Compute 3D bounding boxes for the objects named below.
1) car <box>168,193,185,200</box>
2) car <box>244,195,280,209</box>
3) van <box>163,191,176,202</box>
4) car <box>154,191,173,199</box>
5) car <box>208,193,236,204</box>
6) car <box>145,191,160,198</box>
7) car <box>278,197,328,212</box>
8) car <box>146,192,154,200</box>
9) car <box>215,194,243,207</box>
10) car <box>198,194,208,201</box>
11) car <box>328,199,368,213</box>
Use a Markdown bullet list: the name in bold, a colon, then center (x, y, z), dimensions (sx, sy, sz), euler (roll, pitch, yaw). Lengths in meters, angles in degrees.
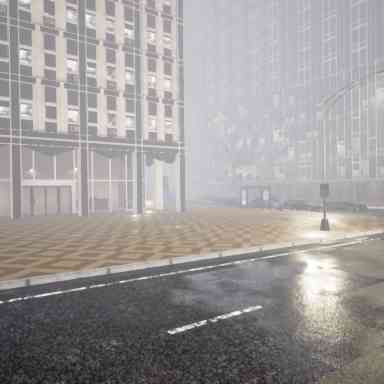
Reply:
- **car**: center (-3.496, 0.936, 73.767), dimensions (1.802, 1.307, 4.206), euler (0, 1, -34)
- **car**: center (8.815, 1.388, 40.855), dimensions (1.802, 1.307, 4.206), euler (0, 1, -34)
- **van**: center (-3.966, 0.937, 59.651), dimensions (1.690, 1.788, 3.998), euler (0, 1, -34)
- **car**: center (-6.715, 0.615, 78.448), dimensions (2.192, 1.841, 5.009), euler (0, 1, -34)
- **car**: center (4.991, 1.266, 51.191), dimensions (1.895, 1.301, 4.718), euler (-1, 1, -34)
- **car**: center (-9.934, 0.686, 83.134), dimensions (1.967, 1.590, 4.097), euler (0, 1, -34)
- **car**: center (12.020, 1.423, 36.158), dimensions (1.947, 1.339, 4.313), euler (0, 1, -34)
- **car**: center (-10.404, 1.039, 69.022), dimensions (2.008, 1.369, 4.403), euler (0, 1, -34)
- **car**: center (5.645, 1.319, 45.572), dimensions (1.947, 1.339, 4.313), euler (0, 1, -34)
- **car**: center (2.941, 1.043, 64.398), dimensions (1.802, 1.307, 4.206), euler (0, 1, -34)
- **car**: center (16.111, 1.408, 34.991), dimensions (1.994, 1.385, 4.181), euler (-1, 1, -35)
